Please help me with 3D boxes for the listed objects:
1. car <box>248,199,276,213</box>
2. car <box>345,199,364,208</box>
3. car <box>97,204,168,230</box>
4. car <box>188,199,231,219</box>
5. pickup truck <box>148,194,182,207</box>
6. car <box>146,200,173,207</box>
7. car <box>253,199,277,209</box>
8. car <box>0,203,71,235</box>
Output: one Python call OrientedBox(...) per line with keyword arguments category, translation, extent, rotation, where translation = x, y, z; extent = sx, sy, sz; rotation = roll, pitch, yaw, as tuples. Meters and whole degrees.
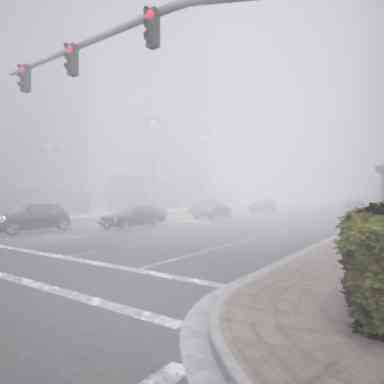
OrientedBox(category="car", translation=(8.407, 1.624, 39.528), extent=(1.837, 1.490, 4.892), rotation=(-1, -1, 36))
OrientedBox(category="car", translation=(24.391, 1.667, 49.766), extent=(1.895, 1.301, 4.718), rotation=(-1, 0, 35))
OrientedBox(category="car", translation=(-3.938, 1.718, 22.027), extent=(1.895, 1.301, 4.718), rotation=(-1, 0, 35))
OrientedBox(category="car", translation=(1.916, 1.643, 30.329), extent=(1.812, 1.442, 4.674), rotation=(-1, 0, 35))
OrientedBox(category="pickup truck", translation=(-4.647, 1.299, 49.730), extent=(6.274, 2.098, 2.390), rotation=(0, 0, -24))
OrientedBox(category="car", translation=(-4.230, 1.691, 27.697), extent=(2.033, 1.411, 5.357), rotation=(-1, 0, 35))
OrientedBox(category="car", translation=(10.768, 1.708, 48.847), extent=(1.994, 1.385, 4.181), rotation=(-1, 0, 36))
OrientedBox(category="car", translation=(-9.753, 1.496, 20.000), extent=(2.097, 1.767, 4.553), rotation=(-1, 0, 37))
